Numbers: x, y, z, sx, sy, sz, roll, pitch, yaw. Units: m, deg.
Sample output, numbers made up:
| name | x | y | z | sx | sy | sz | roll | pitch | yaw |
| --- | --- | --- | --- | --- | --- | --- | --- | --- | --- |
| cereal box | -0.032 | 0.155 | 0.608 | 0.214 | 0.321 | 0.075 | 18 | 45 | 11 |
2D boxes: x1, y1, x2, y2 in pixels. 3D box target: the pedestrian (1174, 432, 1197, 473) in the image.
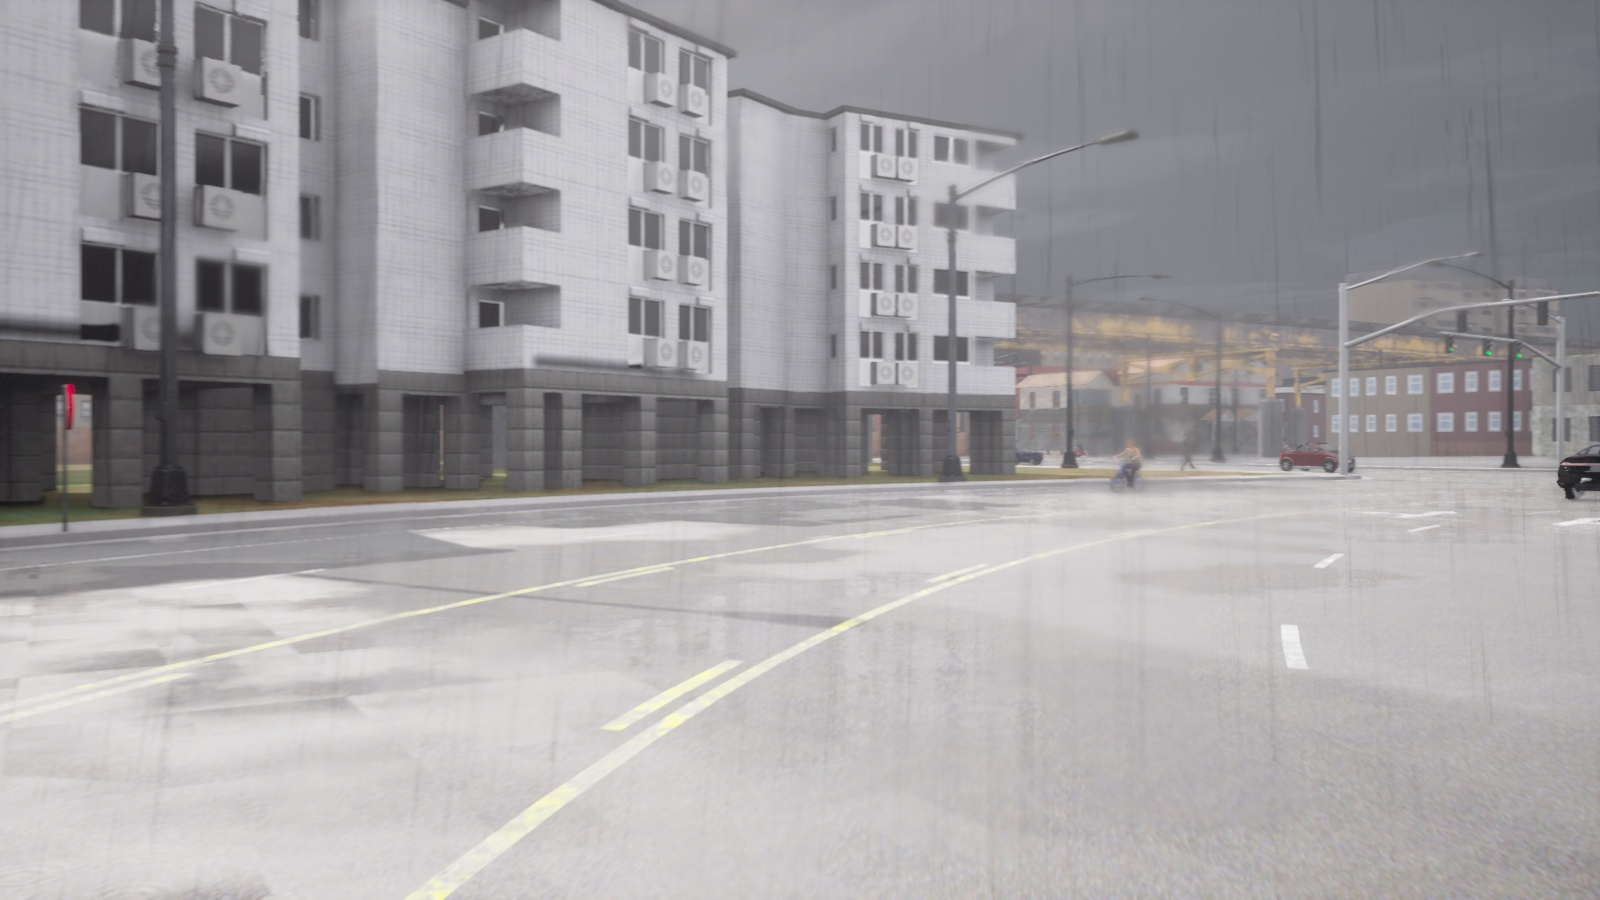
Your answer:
| name | x | y | z | sx | sy | sz | roll | pitch | yaw |
| --- | --- | --- | --- | --- | --- | --- | --- | --- | --- |
| pedestrian | 18.629 | 0.102 | 60.688 | 0.659 | 1.952 | 0.873 | 0 | 0 | -28 |

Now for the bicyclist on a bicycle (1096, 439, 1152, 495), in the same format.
| name | x | y | z | sx | sy | sz | roll | pitch | yaw |
| --- | --- | --- | --- | --- | --- | --- | --- | --- | --- |
| bicyclist on a bicycle | 9.676 | 0.491 | 37.528 | 1.509 | 1.612 | 0.866 | 0 | 1 | -38 |

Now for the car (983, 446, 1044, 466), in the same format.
| name | x | y | z | sx | sy | sz | roll | pitch | yaw |
| --- | --- | --- | --- | --- | --- | --- | --- | --- | --- |
| car | 14.236 | 0.401 | 84.047 | 1.895 | 1.301 | 4.718 | 0 | 0 | -20 |

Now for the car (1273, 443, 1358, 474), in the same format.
| name | x | y | z | sx | sy | sz | roll | pitch | yaw |
| --- | --- | --- | --- | --- | --- | --- | --- | --- | --- |
| car | 26.238 | 0.417 | 64.013 | 1.789 | 1.549 | 3.705 | 0 | 0 | -31 |

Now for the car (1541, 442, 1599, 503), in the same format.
| name | x | y | z | sx | sy | sz | roll | pitch | yaw |
| --- | --- | --- | --- | --- | --- | --- | --- | --- | --- |
| car | 21.987 | 0.560 | 33.171 | 4.902 | 1.511 | 2.128 | 0 | 0 | -32 |
